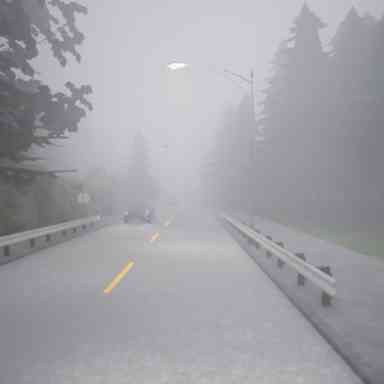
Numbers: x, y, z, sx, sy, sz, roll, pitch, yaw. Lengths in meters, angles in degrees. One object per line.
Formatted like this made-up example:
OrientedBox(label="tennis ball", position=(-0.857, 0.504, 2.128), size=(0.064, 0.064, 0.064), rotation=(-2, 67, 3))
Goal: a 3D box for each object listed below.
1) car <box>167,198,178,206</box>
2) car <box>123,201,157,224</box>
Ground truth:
OrientedBox(label="car", position=(-3.826, 1.887, 65.272), size=(1.882, 1.535, 5.008), rotation=(0, -1, 0))
OrientedBox(label="car", position=(-4.077, 1.514, 26.589), size=(2.097, 1.767, 4.553), rotation=(0, 0, 0))
